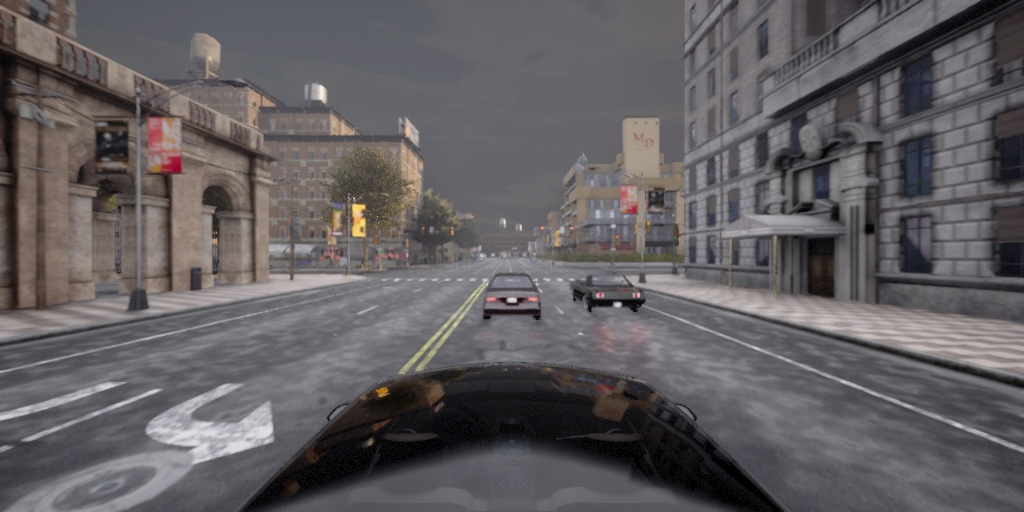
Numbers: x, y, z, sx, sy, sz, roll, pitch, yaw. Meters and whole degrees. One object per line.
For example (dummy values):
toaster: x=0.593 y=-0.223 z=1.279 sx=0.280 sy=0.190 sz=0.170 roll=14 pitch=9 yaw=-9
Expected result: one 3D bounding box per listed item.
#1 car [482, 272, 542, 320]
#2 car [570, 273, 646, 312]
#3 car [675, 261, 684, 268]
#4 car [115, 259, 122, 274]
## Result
car: x=0.002 y=1.275 z=12.532 sx=2.033 sy=1.411 sz=5.357 roll=0 pitch=0 yaw=0
car: x=3.500 y=1.325 z=14.098 sx=1.895 sy=1.301 sz=4.718 roll=0 pitch=0 yaw=0
car: x=27.478 y=1.132 z=54.722 sx=4.902 sy=1.511 sz=2.128 roll=0 pitch=0 yaw=0
car: x=-44.909 y=1.175 z=39.197 sx=4.892 sy=1.490 sz=1.837 roll=0 pitch=0 yaw=0
